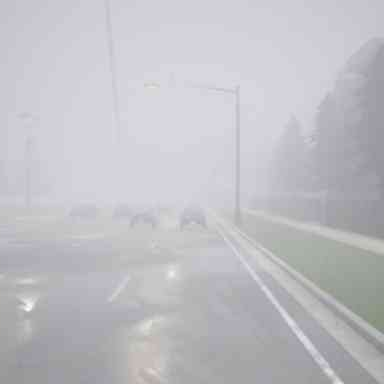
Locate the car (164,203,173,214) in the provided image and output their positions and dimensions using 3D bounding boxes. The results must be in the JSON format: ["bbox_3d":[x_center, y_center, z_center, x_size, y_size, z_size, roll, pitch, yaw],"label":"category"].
[{"bbox_3d":[-3.383,2.029,41.385,1.895,1.301,4.718,0,-1,0],"label":"car"}]

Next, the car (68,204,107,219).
[{"bbox_3d":[-10.371,1.877,32.545,2.033,1.411,5.357,0,-1,1],"label":"car"}]

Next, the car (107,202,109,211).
[{"bbox_3d":[-10.362,1.976,44.180,1.812,1.442,4.674,0,0,0],"label":"car"}]

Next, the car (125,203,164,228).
[{"bbox_3d":[-3.413,1.779,24.589,1.812,1.442,4.674,0,0,0],"label":"car"}]

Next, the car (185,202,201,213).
[{"bbox_3d":[0.128,2.024,44.056,1.994,1.385,4.181,0,-1,0],"label":"car"}]

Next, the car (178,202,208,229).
[{"bbox_3d":[0.087,1.757,23.954,1.837,1.490,4.892,0,0,0],"label":"car"}]

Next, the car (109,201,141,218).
[{"bbox_3d":[-6.870,1.917,34.470,1.994,1.385,4.181,0,-1,0],"label":"car"}]
